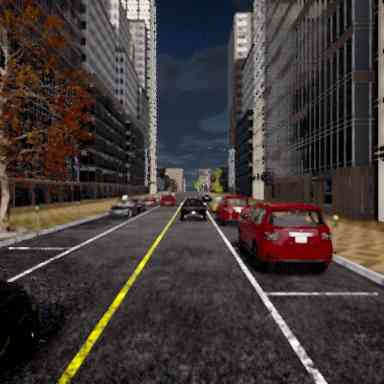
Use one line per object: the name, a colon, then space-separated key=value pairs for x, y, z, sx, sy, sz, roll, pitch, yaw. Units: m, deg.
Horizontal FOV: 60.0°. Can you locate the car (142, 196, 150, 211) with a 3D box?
car: x=-5.683 y=1.319 z=33.389 sx=1.947 sy=1.339 sz=4.313 roll=0 pitch=0 yaw=0

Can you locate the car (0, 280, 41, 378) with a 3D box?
car: x=-3.099 y=1.542 z=2.944 sx=1.994 sy=1.385 sz=4.181 roll=0 pitch=0 yaw=0

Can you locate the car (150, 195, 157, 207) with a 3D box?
car: x=-5.681 y=1.246 z=44.772 sx=1.802 sy=1.307 sz=4.206 roll=0 pitch=0 yaw=0

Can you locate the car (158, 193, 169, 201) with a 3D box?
car: x=-5.679 y=1.027 z=67.541 sx=1.887 sy=1.381 sz=4.507 roll=0 pitch=0 yaw=0

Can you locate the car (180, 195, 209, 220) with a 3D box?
car: x=0.104 y=1.288 z=25.840 sx=1.882 sy=1.535 sz=5.008 roll=0 pitch=0 yaw=0

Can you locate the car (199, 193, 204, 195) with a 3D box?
car: x=0.105 y=1.186 z=42.529 sx=2.163 sy=1.488 sz=4.792 roll=0 pitch=0 yaw=0

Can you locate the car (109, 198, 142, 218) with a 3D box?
car: x=-5.683 y=1.347 z=27.696 sx=2.008 sy=1.369 sz=4.403 roll=0 pitch=0 yaw=0

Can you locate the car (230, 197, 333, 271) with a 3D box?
car: x=2.696 y=1.238 z=10.605 sx=2.192 sy=1.841 sz=5.009 roll=0 pitch=0 yaw=0

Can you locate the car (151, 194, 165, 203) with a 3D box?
car: x=-5.680 y=1.125 z=56.157 sx=2.008 sy=1.369 sz=4.403 roll=0 pitch=0 yaw=0

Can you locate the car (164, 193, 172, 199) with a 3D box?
car: x=-5.677 y=0.971 z=78.926 sx=1.802 sy=1.307 sz=4.206 roll=0 pitch=0 yaw=0

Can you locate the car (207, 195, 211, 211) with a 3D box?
car: x=2.698 y=1.277 z=33.545 sx=1.752 sy=1.417 sz=4.829 roll=0 pitch=0 yaw=0

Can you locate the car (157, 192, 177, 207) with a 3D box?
car: x=-3.084 y=1.145 z=44.403 sx=1.882 sy=1.535 sz=5.008 roll=0 pitch=1 yaw=0

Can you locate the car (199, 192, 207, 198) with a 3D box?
car: x=2.705 y=0.782 z=84.600 sx=1.967 sy=1.590 sz=4.097 roll=0 pitch=0 yaw=0

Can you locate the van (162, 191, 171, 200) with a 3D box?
van: x=-5.677 y=0.777 z=73.232 sx=1.690 sy=1.788 sz=3.998 roll=0 pitch=0 yaw=0

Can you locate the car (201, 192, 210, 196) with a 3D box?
car: x=2.701 y=1.094 z=61.835 sx=1.947 sy=1.339 sz=4.313 roll=0 pitch=0 yaw=0

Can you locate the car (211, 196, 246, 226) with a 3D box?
car: x=2.698 y=1.155 z=21.990 sx=2.192 sy=1.841 sz=5.009 roll=0 pitch=0 yaw=0
